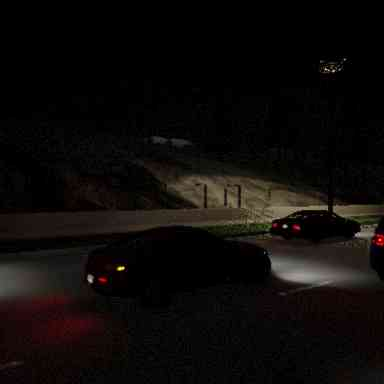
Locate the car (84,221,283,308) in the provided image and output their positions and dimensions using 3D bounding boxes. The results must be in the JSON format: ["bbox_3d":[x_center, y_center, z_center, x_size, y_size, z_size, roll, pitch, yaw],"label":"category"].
[{"bbox_3d":[-0.146,1.559,7.942,4.674,1.442,1.812,1,0,-36],"label":"car"}]

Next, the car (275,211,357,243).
[{"bbox_3d":[6.353,1.661,16.882,5.357,1.411,2.033,1,0,-36],"label":"car"}]

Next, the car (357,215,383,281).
[{"bbox_3d":[6.860,1.302,8.658,5.566,2.045,2.150,1,0,-36],"label":"car"}]
